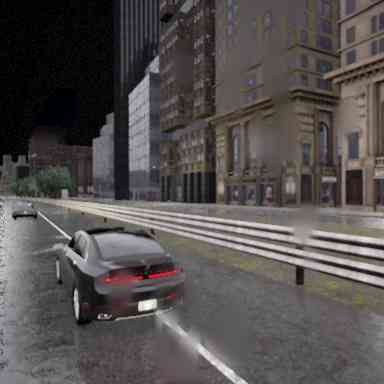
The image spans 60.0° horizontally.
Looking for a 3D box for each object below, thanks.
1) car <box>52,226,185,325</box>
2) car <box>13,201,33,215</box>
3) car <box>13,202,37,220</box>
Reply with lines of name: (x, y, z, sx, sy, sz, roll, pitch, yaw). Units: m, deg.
car: (-1.819, 1.518, 7.314, 1.837, 1.490, 4.892, 0, 0, -28)
car: (-20.132, 1.854, 39.573, 1.994, 1.385, 4.181, 0, 0, -28)
car: (-15.471, 1.772, 30.798, 1.994, 1.385, 4.181, 0, 0, -28)
